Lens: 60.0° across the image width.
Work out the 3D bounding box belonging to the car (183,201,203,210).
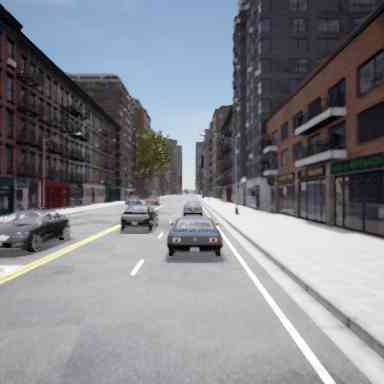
[{"bbox_3d":[0.090,1.573,31.069,2.033,1.411,5.357,0,0,0],"label":"car"}]

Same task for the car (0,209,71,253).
[{"bbox_3d":[-6.603,1.500,13.722,2.128,1.511,4.902,0,0,0],"label":"car"}]

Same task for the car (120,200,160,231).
[{"bbox_3d":[-3.156,1.506,20.722,2.128,1.511,4.902,0,0,0],"label":"car"}]

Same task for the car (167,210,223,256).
[{"bbox_3d":[0.095,1.609,13.142,1.895,1.301,4.718,0,0,0],"label":"car"}]

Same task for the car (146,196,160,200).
[{"bbox_3d":[-6.568,1.421,55.651,2.097,1.767,4.553,0,0,0],"label":"car"}]

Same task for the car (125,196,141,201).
[{"bbox_3d":[-9.818,1.421,55.651,2.097,1.767,4.553,0,0,0],"label":"car"}]
